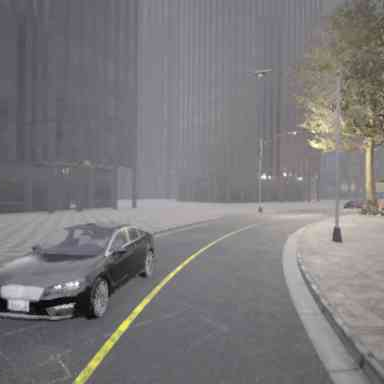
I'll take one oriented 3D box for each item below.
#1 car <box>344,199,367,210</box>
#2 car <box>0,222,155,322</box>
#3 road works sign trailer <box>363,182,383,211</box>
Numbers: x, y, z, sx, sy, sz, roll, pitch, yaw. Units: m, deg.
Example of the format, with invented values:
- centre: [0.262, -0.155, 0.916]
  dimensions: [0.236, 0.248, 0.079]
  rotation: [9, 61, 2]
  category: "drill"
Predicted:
- centre: [21.723, 1.551, 43.650]
  dimensions: [4.181, 1.385, 1.994]
  rotation: [0, 0, -37]
  category: "car"
- centre: [-2.233, 1.484, 7.533]
  dimensions: [2.128, 1.511, 4.902]
  rotation: [0, 0, 10]
  category: "car"
- centre: [22.474, 0.467, 40.354]
  dimensions: [2.880, 3.560, 2.380]
  rotation: [0, 0, -37]
  category: "road works sign trailer"
